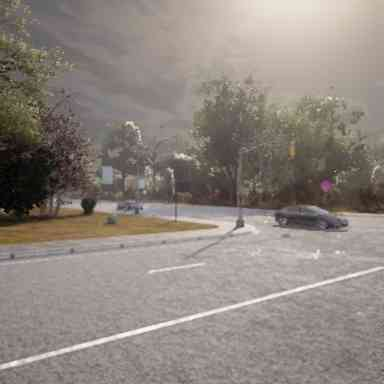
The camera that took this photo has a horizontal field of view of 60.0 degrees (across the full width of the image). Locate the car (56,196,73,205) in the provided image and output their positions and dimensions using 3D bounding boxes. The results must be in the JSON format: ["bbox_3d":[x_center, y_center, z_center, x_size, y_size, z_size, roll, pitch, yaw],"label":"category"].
[{"bbox_3d":[-23.491,1.521,61.168,1.837,1.490,4.892,0,0,-39],"label":"car"}]

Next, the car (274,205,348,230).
[{"bbox_3d":[7.778,1.651,22.064,1.837,1.490,4.892,0,0,-39],"label":"car"}]

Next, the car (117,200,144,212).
[{"bbox_3d":[-7.694,1.671,41.411,1.994,1.385,4.181,0,0,-39],"label":"car"}]
